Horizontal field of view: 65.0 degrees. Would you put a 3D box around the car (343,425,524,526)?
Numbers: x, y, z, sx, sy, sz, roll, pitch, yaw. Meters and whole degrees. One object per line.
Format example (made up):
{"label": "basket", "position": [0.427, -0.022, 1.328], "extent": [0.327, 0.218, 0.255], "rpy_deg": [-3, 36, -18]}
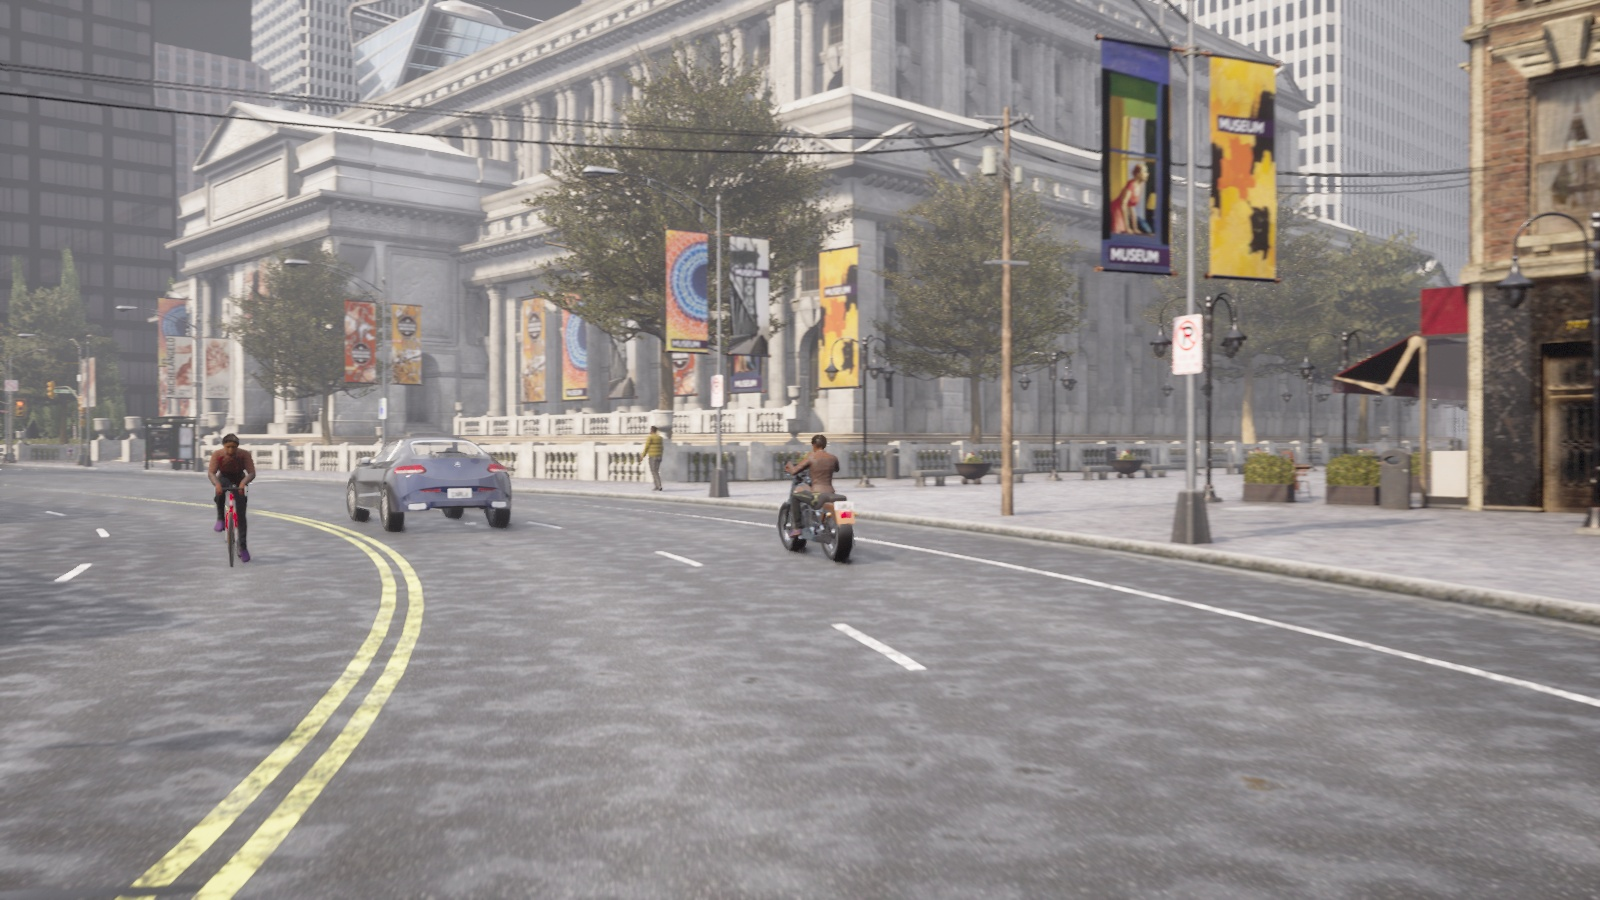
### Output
{"label": "car", "position": [-6.888, 0.397, 23.203], "extent": [2.152, 1.651, 5.027], "rpy_deg": [0, 0, -29]}

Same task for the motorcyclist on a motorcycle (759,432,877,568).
{"label": "motorcyclist on a motorcycle", "position": [0.193, 0.604, 16.436], "extent": [0.766, 1.649, 2.350], "rpy_deg": [0, 0, -20]}

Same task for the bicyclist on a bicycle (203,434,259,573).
{"label": "bicyclist on a bicycle", "position": [-6.986, 0.615, 15.459], "extent": [0.582, 1.620, 1.656], "rpy_deg": [0, 1, -23]}

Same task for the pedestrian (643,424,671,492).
{"label": "pedestrian", "position": [-3.936, 0.209, 34.581], "extent": [0.431, 1.840, 0.709], "rpy_deg": [0, 0, -41]}
